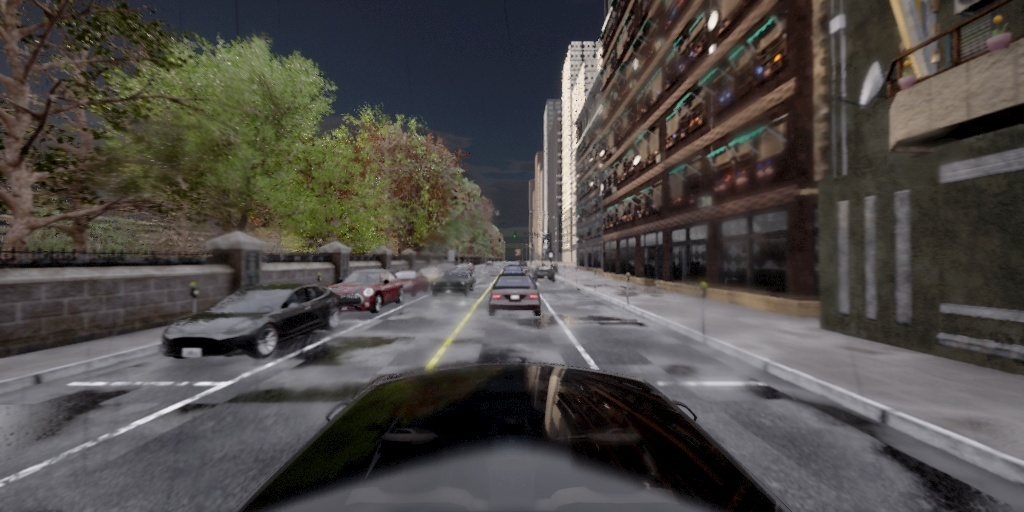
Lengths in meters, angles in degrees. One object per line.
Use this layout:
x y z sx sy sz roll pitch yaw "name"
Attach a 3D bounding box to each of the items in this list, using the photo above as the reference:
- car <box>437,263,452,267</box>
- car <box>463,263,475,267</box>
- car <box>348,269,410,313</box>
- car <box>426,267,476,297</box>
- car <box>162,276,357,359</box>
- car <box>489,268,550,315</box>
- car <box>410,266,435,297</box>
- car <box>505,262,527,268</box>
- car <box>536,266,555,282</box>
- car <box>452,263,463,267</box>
-5.690 1.405 24.996 1.751 1.417 4.829 0 0 0 "car"
-5.766 1.527 41.781 2.007 1.370 4.403 0 0 0 "car"
-5.691 1.258 14.089 1.967 1.591 4.097 0 0 0 "car"
-3.100 1.450 19.744 1.895 1.301 4.718 0 0 0 "car"
-5.692 1.353 8.551 1.948 1.339 4.313 0 0 0 "car"
0.098 1.363 13.854 2.033 1.411 5.357 0 0 0 "car"
-5.690 1.431 19.628 1.802 1.307 4.207 0 0 0 "car"
0.101 1.455 30.087 2.033 1.411 5.357 0 0 0 "car"
2.691 1.462 30.707 2.007 1.370 4.403 0 0 0 "car"
-5.690 1.352 30.705 1.967 1.591 4.097 0 0 0 "car"
